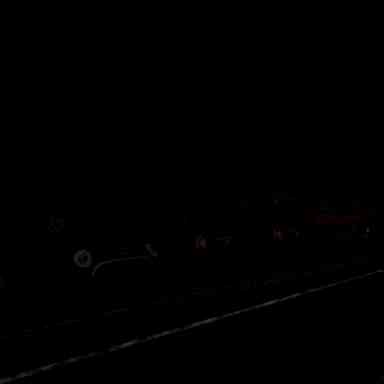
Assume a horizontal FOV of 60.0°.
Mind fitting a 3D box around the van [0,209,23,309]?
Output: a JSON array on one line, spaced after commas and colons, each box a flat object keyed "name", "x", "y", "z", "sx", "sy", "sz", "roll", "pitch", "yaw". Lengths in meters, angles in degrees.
[{"name": "van", "x": -4.827, "y": 1.249, "z": 6.918, "sx": 1.878, "sy": 1.987, "sz": 4.442, "roll": 0, "pitch": 0, "yaw": -36}]

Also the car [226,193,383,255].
[{"name": "car", "x": 4.244, "y": 1.181, "z": 13.510, "sx": 2.435, "sy": 2.045, "sz": 5.566, "roll": 0, "pitch": 0, "yaw": -36}]

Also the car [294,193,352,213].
[{"name": "car", "x": 14.368, "y": 1.100, "z": 36.895, "sx": 2.435, "sy": 2.045, "sz": 5.566, "roll": 0, "pitch": 0, "yaw": -36}]

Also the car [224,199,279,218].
[{"name": "car", "x": 5.370, "y": 1.423, "z": 30.393, "sx": 2.163, "sy": 1.488, "sz": 4.792, "roll": 0, "pitch": 0, "yaw": -36}]

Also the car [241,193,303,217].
[{"name": "car", "x": 7.594, "y": 1.132, "z": 32.053, "sx": 2.435, "sy": 2.045, "sz": 5.566, "roll": 0, "pitch": 0, "yaw": -36}]

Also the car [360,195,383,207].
[{"name": "car", "x": 25.684, "y": 1.246, "z": 44.941, "sx": 2.097, "sy": 1.535, "sz": 5.008, "roll": -1, "pitch": 0, "yaw": -36}]

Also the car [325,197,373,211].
[{"name": "car", "x": 18.886, "y": 1.349, "z": 40.124, "sx": 2.163, "sy": 1.488, "sz": 4.792, "roll": 0, "pitch": 0, "yaw": -36}]

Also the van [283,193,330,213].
[{"name": "van", "x": 12.058, "y": 1.136, "z": 35.352, "sx": 1.878, "sy": 1.987, "sz": 4.442, "roll": 0, "pitch": 0, "yaw": -36}]

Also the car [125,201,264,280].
[{"name": "car", "x": -0.315, "y": 1.328, "z": 10.248, "sx": 2.185, "sy": 1.767, "sz": 4.553, "roll": 0, "pitch": 0, "yaw": -36}]

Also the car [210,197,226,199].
[{"name": "car", "x": 3.076, "y": 1.278, "z": 28.826, "sx": 2.185, "sy": 1.767, "sz": 4.553, "roll": 0, "pitch": 0, "yaw": -36}]

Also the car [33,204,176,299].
[{"name": "car", "x": -2.632, "y": 1.338, "z": 8.668, "sx": 2.185, "sy": 1.767, "sz": 4.553, "roll": 0, "pitch": 0, "yaw": -36}]

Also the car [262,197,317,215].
[{"name": "car", "x": 9.762, "y": 1.370, "z": 33.795, "sx": 1.946, "sy": 1.575, "sz": 5.366, "roll": 0, "pitch": 0, "yaw": -36}]

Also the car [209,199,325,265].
[{"name": "car", "x": 1.965, "y": 1.317, "z": 11.878, "sx": 2.185, "sy": 1.767, "sz": 4.553, "roll": 0, "pitch": 0, "yaw": -36}]

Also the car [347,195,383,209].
[{"name": "car", "x": 23.314, "y": 1.270, "z": 43.481, "sx": 1.946, "sy": 1.575, "sz": 5.366, "roll": -1, "pitch": 0, "yaw": -36}]

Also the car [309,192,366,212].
[{"name": "car", "x": 16.660, "y": 1.085, "z": 38.463, "sx": 2.435, "sy": 2.045, "sz": 5.566, "roll": 0, "pitch": 0, "yaw": -36}]

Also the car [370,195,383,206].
[{"name": "car", "x": 27.944, "y": 1.218, "z": 46.556, "sx": 2.231, "sy": 1.521, "sz": 4.892, "roll": -1, "pitch": 0, "yaw": -36}]

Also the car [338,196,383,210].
[{"name": "car", "x": 21.184, "y": 1.330, "z": 41.695, "sx": 2.163, "sy": 1.488, "sz": 4.792, "roll": 0, "pitch": 0, "yaw": -36}]
